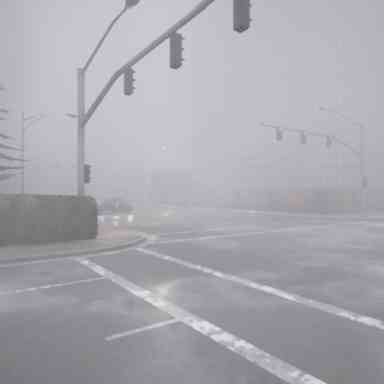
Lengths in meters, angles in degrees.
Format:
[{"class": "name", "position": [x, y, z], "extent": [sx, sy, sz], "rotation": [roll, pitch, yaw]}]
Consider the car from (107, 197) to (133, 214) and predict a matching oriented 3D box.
[{"class": "car", "position": [-8.175, 1.356, 36.117], "extent": [2.097, 1.767, 4.553], "rotation": [0, 0, -35]}]

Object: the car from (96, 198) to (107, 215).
[{"class": "car", "position": [-10.539, 1.508, 33.391], "extent": [1.837, 1.490, 4.892], "rotation": [0, 0, -35]}]
